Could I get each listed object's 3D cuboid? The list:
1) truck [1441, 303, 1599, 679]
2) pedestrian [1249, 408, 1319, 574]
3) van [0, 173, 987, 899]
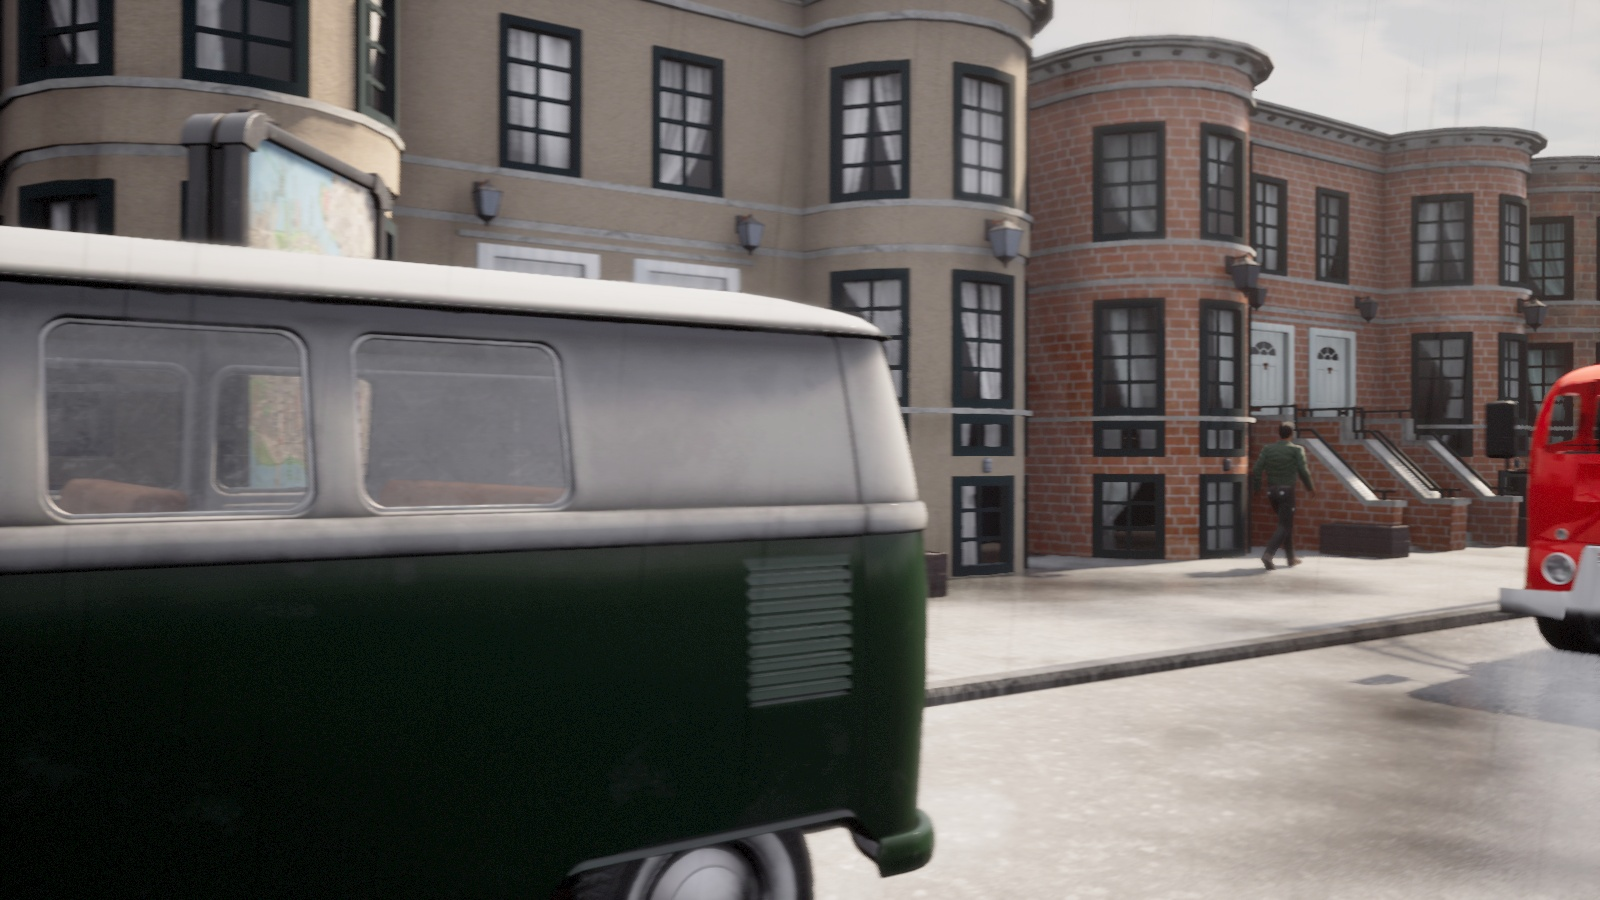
[{"bbox_3d":[7.535,0.266,9.514,5.204,2.467,2.627,0,0,-35],"label":"truck"},{"bbox_3d":[5.842,0.479,15.150,0.788,1.949,0.423,0,0,-37],"label":"pedestrian"},{"bbox_3d":[-1.802,0.509,3.016,4.442,1.987,1.775,0,0,-35],"label":"van"}]
